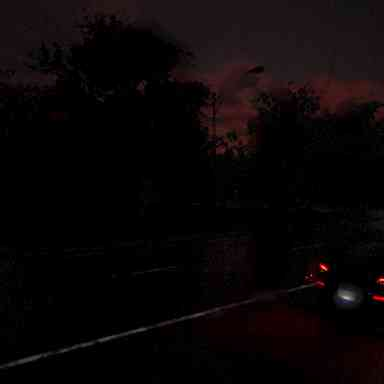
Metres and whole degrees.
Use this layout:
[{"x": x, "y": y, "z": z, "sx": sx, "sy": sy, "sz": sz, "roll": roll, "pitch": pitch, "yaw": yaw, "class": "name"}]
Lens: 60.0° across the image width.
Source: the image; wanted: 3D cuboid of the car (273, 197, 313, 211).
[{"x": 11.748, "y": 1.380, "z": 38.970, "sx": 1.837, "sy": 1.490, "sz": 4.892, "roll": 0, "pitch": 0, "yaw": -37, "class": "car"}]

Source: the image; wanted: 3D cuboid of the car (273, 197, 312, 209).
[{"x": 12.973, "y": 1.384, "z": 43.127, "sx": 1.812, "sy": 1.442, "sz": 4.674, "roll": 0, "pitch": 0, "yaw": -37, "class": "car"}]

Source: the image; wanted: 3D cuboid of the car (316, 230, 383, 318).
[{"x": 4.433, "y": 1.513, "z": 6.786, "sx": 4.674, "sy": 1.442, "sz": 1.812, "roll": 0, "pitch": 0, "yaw": -35, "class": "car"}]
